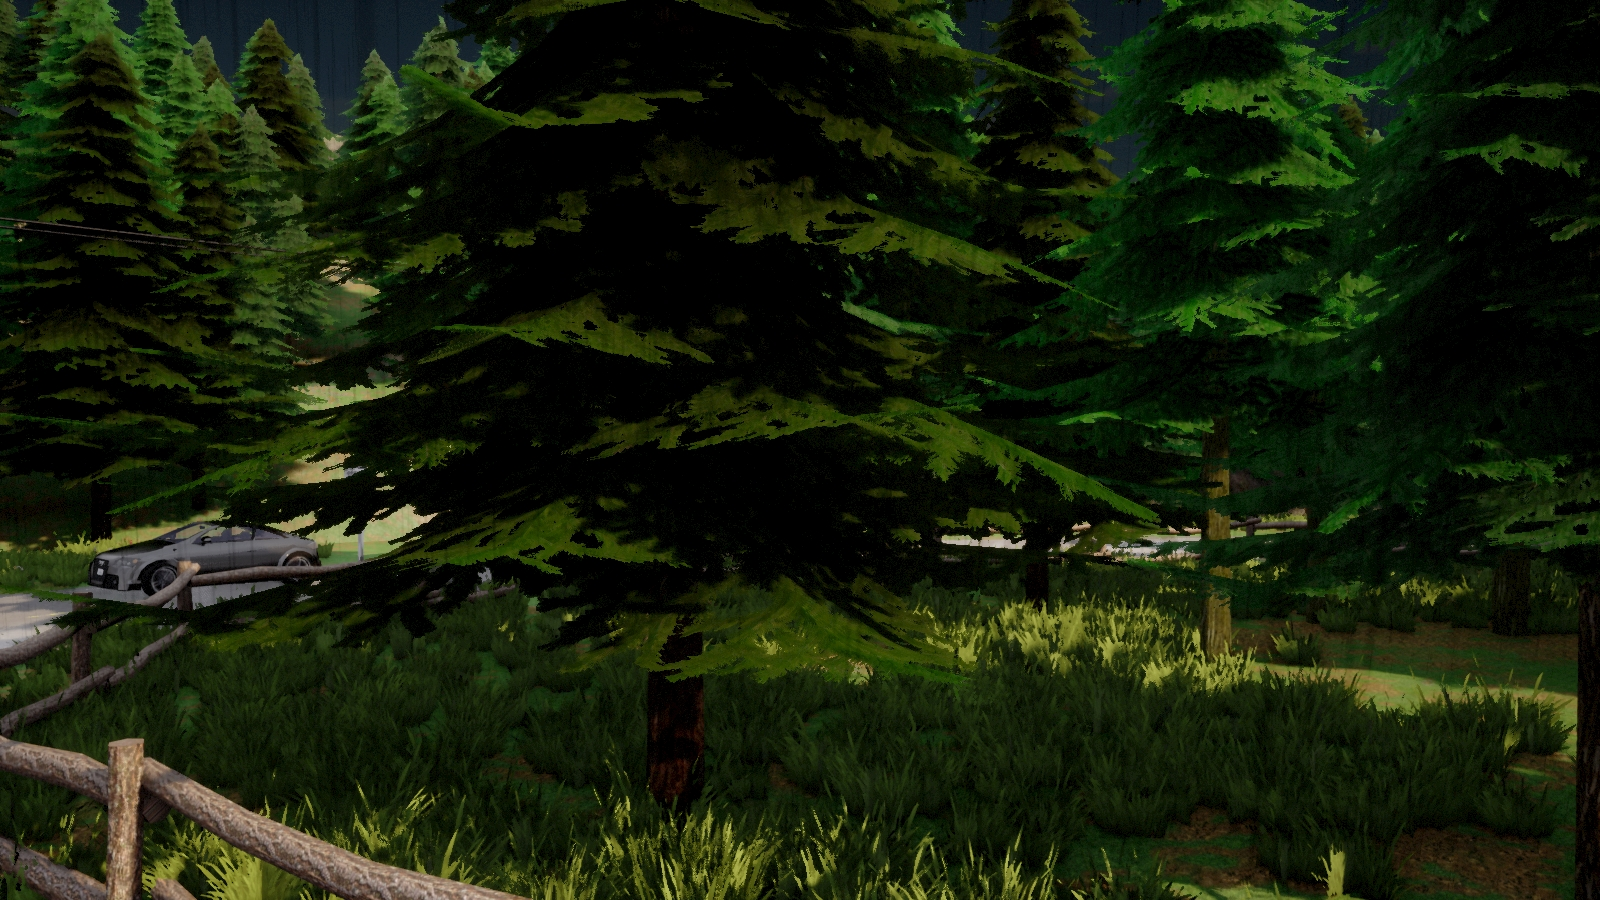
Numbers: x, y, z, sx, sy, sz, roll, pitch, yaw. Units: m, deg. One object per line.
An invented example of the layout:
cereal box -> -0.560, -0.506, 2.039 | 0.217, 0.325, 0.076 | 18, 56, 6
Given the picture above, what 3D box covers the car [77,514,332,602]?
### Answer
car -> -12.055, 2.119, 23.321 | 1.994, 1.385, 4.181 | 0, 0, 41
